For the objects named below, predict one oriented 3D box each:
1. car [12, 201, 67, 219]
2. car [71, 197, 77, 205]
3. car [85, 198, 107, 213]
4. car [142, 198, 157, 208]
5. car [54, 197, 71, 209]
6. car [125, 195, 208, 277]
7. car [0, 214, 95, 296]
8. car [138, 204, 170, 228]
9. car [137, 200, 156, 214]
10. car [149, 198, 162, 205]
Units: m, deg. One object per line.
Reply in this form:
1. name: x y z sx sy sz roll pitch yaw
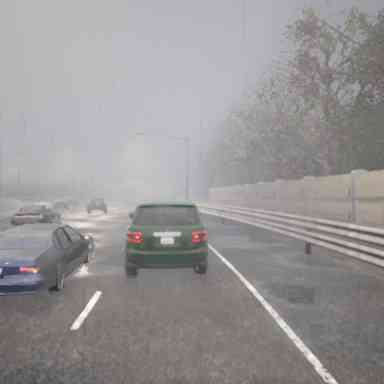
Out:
1. car: -9.245 1.534 20.027 2.128 1.511 4.902 0 0 -11
2. car: -21.995 1.624 59.509 1.837 1.490 4.892 0 0 -33
3. car: -11.197 1.426 38.693 2.097 1.767 4.553 0 0 -21
4. car: -6.369 1.650 50.327 1.994 1.385 4.181 0 0 -4
5. car: -18.286 1.620 46.116 1.812 1.442 4.674 0 0 -26
6. car: -0.822 1.240 10.524 2.150 2.045 5.566 0 0 -5
7. car: -3.998 1.566 8.844 2.033 1.411 5.357 0 0 -5
8. car: -2.761 1.604 23.472 1.994 1.385 4.181 0 0 -10
9. car: -5.192 1.629 37.890 1.994 1.385 4.181 0 0 -8
10. car: -6.612 1.704 60.779 1.895 1.301 4.718 0 0 0
